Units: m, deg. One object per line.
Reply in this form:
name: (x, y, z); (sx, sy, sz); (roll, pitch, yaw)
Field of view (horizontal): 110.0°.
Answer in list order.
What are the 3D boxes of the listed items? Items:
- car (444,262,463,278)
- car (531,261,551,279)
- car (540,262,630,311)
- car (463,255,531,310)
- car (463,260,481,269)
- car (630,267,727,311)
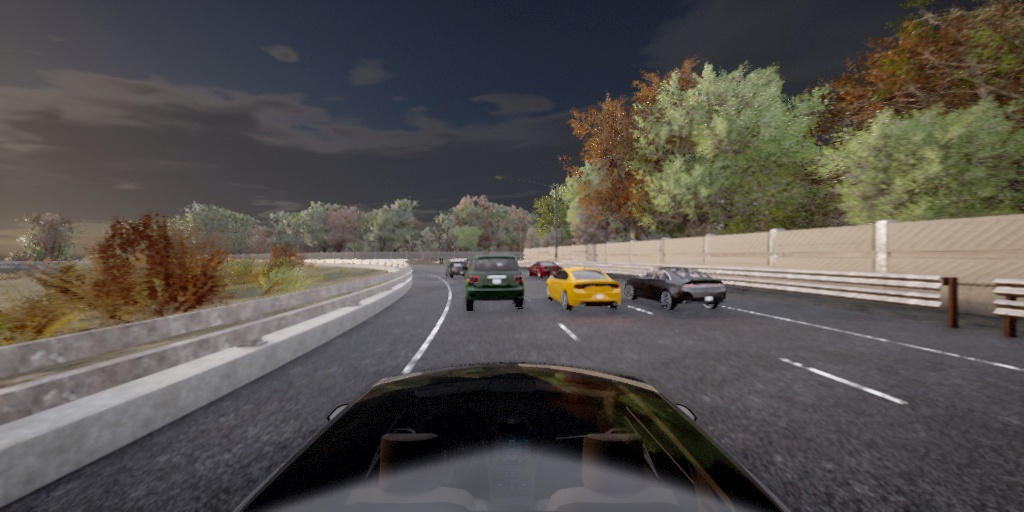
car: (-5.082, 1.269, 33.499); (1.812, 1.442, 4.674); (0, 0, -18)
car: (2.779, 1.176, 31.623); (1.882, 1.535, 5.008); (0, 0, -15)
car: (2.672, 1.197, 14.507); (1.882, 1.535, 5.008); (0, 0, -7)
car: (-0.863, 0.961, 14.944); (2.150, 2.045, 5.566); (0, 0, -7)
car: (-6.458, 1.287, 57.890); (1.994, 1.385, 4.181); (0, 0, -20)
car: (6.160, 1.190, 14.158); (2.128, 1.511, 4.902); (0, 0, -7)
